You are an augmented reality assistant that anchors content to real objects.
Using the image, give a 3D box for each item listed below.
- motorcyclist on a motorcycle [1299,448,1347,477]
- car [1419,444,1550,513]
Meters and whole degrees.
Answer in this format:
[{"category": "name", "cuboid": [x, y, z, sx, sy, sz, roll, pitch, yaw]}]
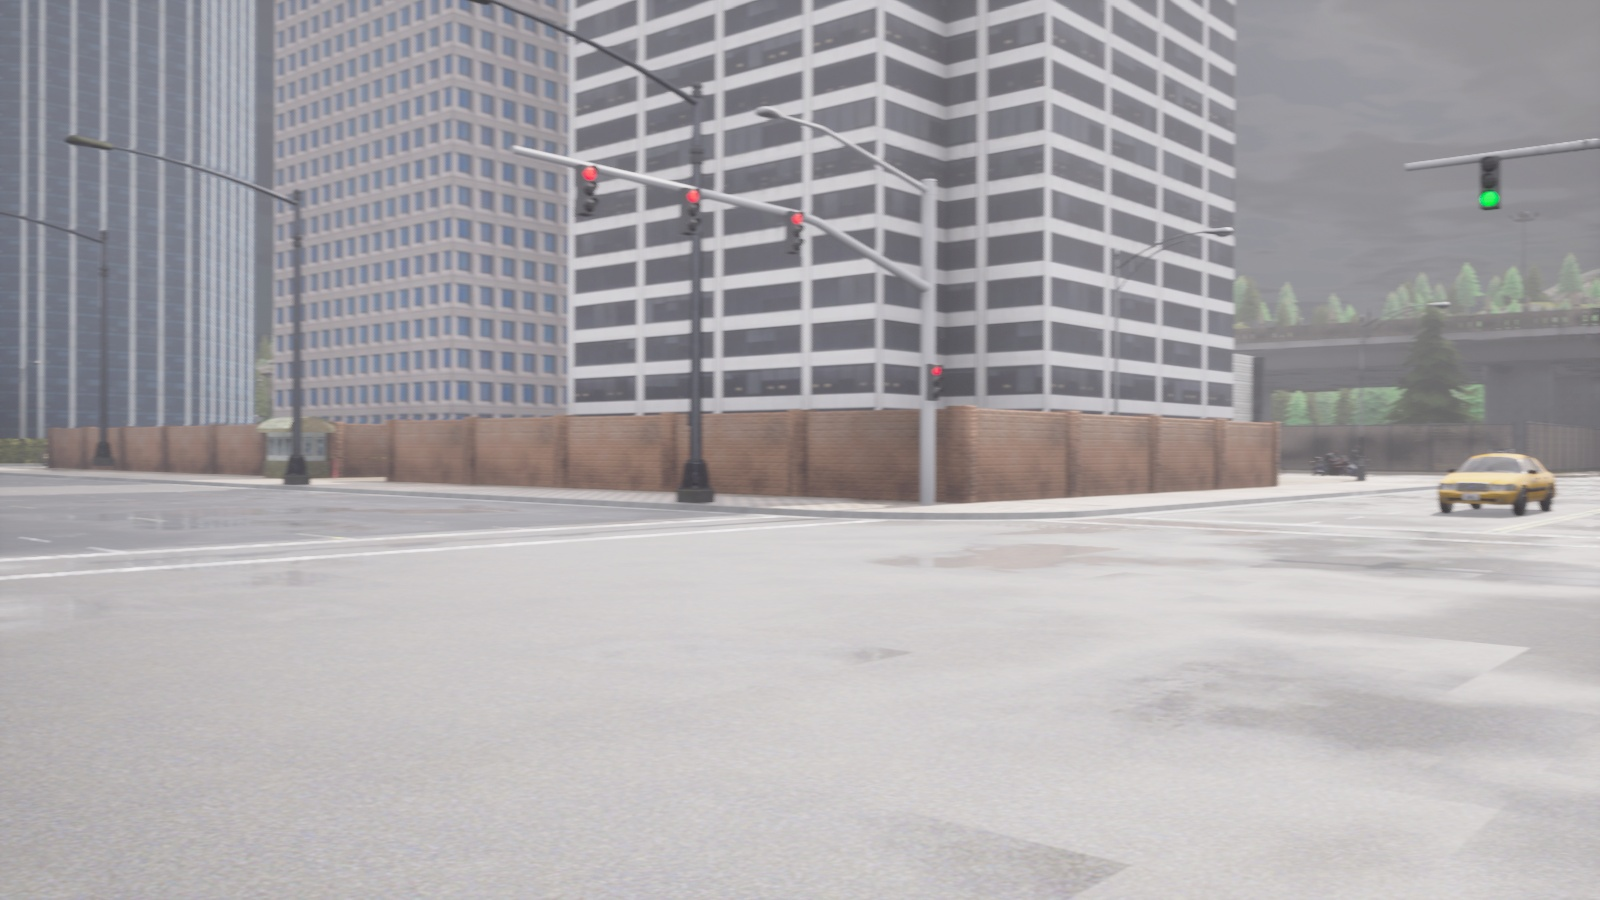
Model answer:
[{"category": "motorcyclist on a motorcycle", "cuboid": [27.755, 0.660, 66.661, 2.191, 1.530, 0.866, 0, 0, 41]}, {"category": "car", "cuboid": [17.081, 0.652, 31.193, 1.801, 1.575, 5.366, 0, 0, 41]}]
